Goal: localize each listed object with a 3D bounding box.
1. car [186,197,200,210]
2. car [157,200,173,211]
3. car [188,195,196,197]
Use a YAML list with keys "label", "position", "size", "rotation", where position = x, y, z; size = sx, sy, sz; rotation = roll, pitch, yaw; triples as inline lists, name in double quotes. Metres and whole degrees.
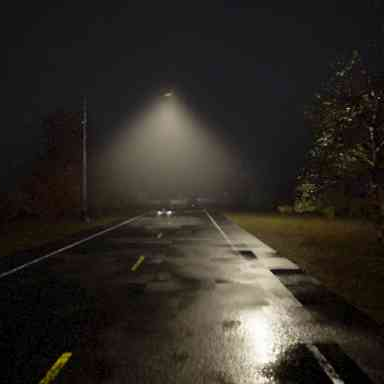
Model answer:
- label: "car"
  position: [0.103, 1.843, 47.557]
  size: [1.994, 1.385, 4.181]
  rotation: [0, 0, 0]
- label: "car"
  position: [-3.562, 1.810, 44.758]
  size: [2.033, 1.411, 5.357]
  rotation: [0, 0, 0]
- label: "car"
  position: [0.009, 1.625, 68.701]
  size: [2.150, 2.045, 5.566]
  rotation: [0, 0, 0]
